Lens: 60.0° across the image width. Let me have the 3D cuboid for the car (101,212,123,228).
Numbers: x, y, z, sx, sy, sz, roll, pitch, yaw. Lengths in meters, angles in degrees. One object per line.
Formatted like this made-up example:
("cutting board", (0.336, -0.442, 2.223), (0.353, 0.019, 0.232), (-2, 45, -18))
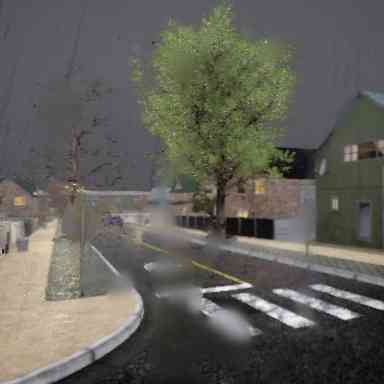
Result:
("car", (-10.127, 3.775, 43.009), (1.882, 1.535, 5.008), (0, -3, -21))

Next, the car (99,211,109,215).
("car", (-14.052, 4.091, 52.753), (2.150, 2.045, 5.566), (0, -3, -22))

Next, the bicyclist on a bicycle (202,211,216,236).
("bicyclist on a bicycle", (1.372, 2.101, 22.019), (1.656, 1.620, 0.582), (-2, 0, -22))
